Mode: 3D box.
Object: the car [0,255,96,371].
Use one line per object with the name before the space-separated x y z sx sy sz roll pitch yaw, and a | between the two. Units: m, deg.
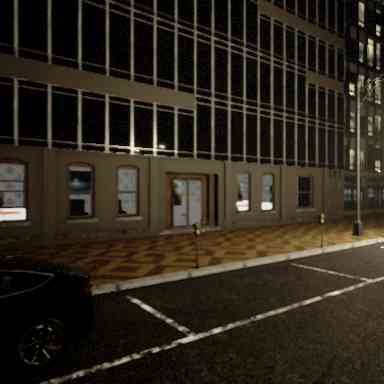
car | -3.398 1.567 4.134 4.313 1.339 1.947 0 0 -36
